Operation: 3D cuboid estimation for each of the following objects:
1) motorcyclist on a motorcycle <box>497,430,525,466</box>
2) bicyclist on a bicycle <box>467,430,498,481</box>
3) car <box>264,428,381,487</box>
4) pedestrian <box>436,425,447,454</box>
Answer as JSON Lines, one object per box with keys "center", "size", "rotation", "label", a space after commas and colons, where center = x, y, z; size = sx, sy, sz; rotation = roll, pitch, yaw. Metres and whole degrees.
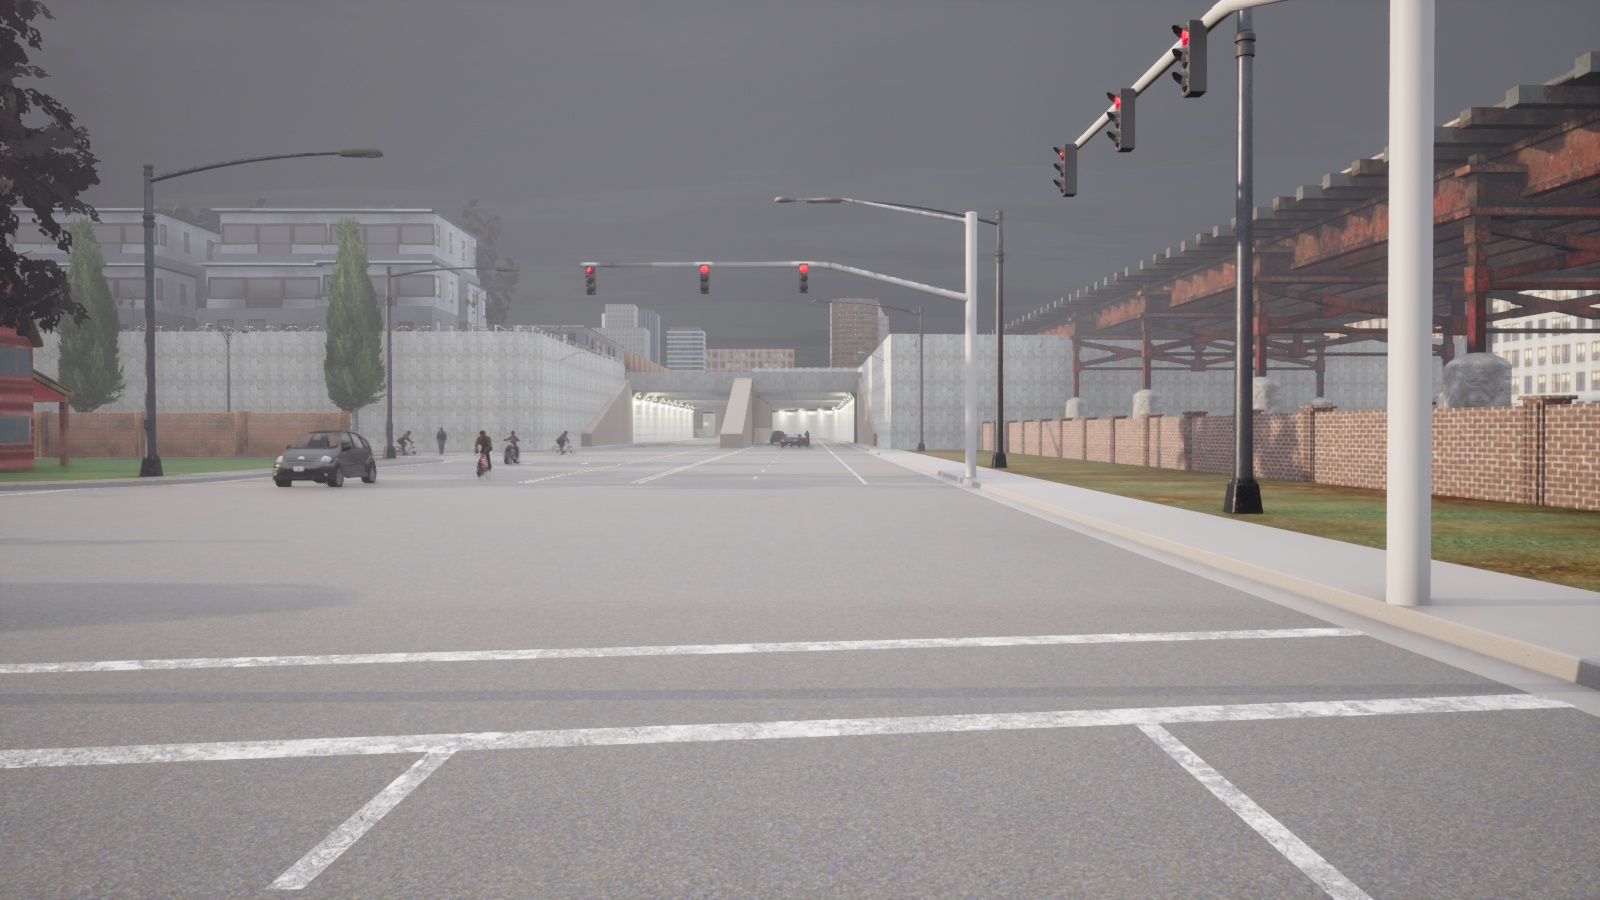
{"center": [-13.646, -0.126, 59.368], "size": [0.766, 1.649, 2.350], "rotation": [0, 1, 1], "label": "motorcyclist on a motorcycle"}
{"center": [-10.259, 0.170, 40.651], "size": [0.582, 1.620, 1.656], "rotation": [0, 1, 0], "label": "bicyclist on a bicycle"}
{"center": [-13.783, 0.178, 36.473], "size": [1.851, 1.617, 3.988], "rotation": [0, 1, 0], "label": "car"}
{"center": [-22.960, -0.664, 80.405], "size": [0.563, 1.883, 0.849], "rotation": [0, 1, -5], "label": "pedestrian"}
